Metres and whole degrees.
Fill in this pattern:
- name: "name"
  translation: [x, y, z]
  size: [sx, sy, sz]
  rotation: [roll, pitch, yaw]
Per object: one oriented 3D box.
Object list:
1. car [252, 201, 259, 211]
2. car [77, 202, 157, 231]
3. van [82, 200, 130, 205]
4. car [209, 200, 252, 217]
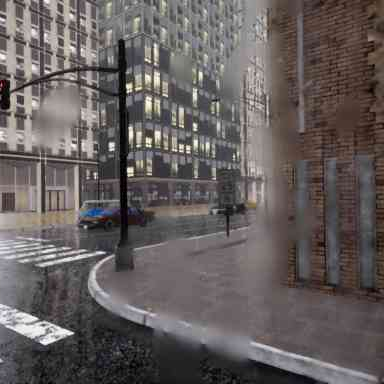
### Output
- name: "car"
  translation: [6.752, 1.689, 41.430]
  size: [1.752, 1.417, 4.829]
  rotation: [-2, -1, 36]
- name: "car"
  translation: [-4.551, 1.614, 21.177]
  size: [2.033, 1.411, 5.357]
  rotation: [-1, -1, 36]
- name: "van"
  translation: [-6.070, 1.460, 23.512]
  size: [1.690, 1.788, 3.998]
  rotation: [-2, -1, 36]
- name: "car"
  translation: [3.518, 1.582, 32.452]
  size: [2.128, 1.511, 4.902]
  rotation: [-1, 0, 36]
